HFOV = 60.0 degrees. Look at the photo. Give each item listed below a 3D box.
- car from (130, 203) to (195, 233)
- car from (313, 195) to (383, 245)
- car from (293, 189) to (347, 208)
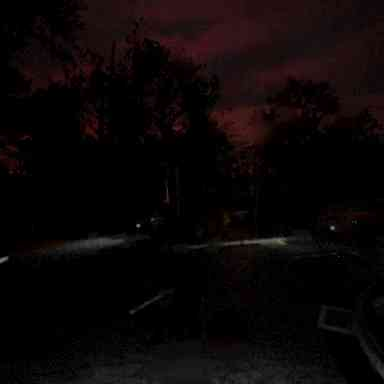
[{"bbox_3d":[-1.585,1.439,19.624,2.128,1.511,4.902,0,2,31],"label":"car"},{"bbox_3d":[9.032,1.302,16.172,5.566,2.045,2.150,0,0,-20],"label":"car"},{"bbox_3d":[11.370,0.511,29.580,4.902,1.511,2.128,-4,0,-9],"label":"car"}]
